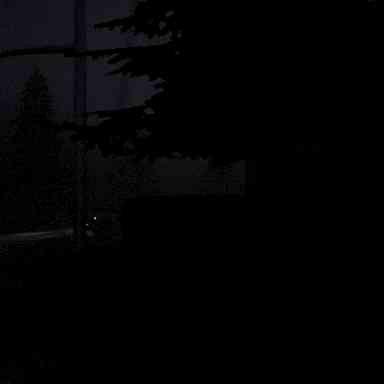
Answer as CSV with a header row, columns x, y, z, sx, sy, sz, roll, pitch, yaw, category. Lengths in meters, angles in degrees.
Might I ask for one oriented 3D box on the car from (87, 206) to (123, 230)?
x,y,z,sx,sy,sz,roll,pitch,yaw,category
-4.909,1.586,21.312,1.895,1.301,4.718,0,0,36,car
